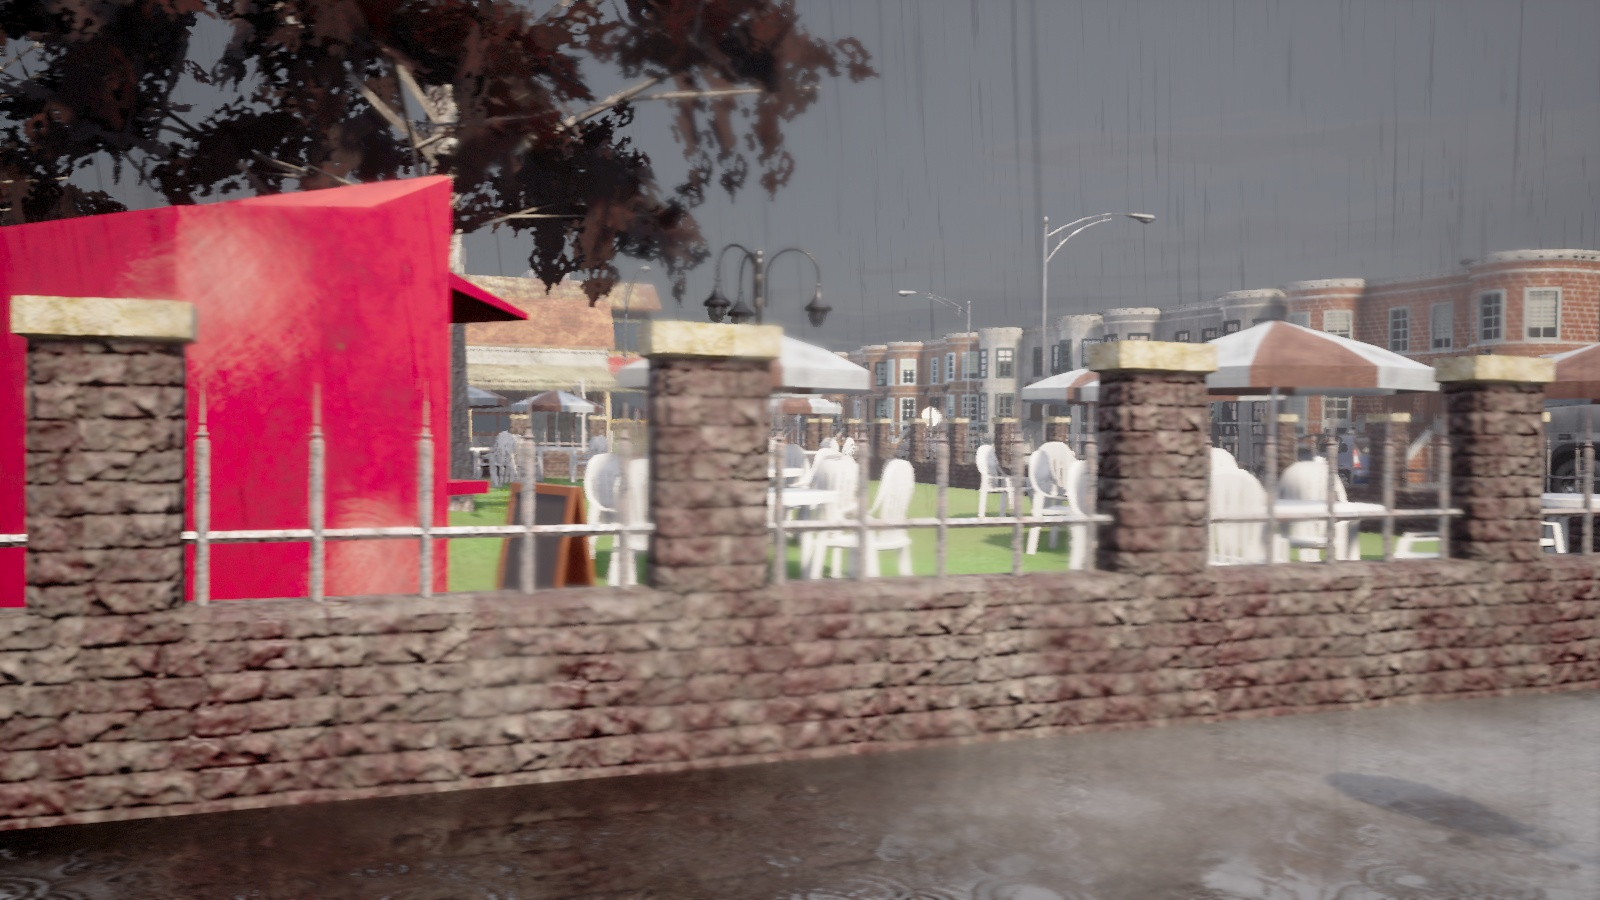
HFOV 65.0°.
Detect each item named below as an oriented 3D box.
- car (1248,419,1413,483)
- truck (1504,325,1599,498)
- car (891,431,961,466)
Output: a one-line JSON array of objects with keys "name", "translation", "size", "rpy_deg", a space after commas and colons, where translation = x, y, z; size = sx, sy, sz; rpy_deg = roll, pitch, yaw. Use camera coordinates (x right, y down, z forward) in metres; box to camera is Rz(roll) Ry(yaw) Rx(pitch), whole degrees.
[{"name": "car", "translation": [14.170, -0.007, 33.778], "size": [1.851, 1.617, 3.988], "rpy_deg": [-1, 1, -21]}, {"name": "truck", "translation": [17.946, -0.766, 23.867], "size": [2.891, 3.462, 7.936], "rpy_deg": [-1, 1, -21]}, {"name": "car", "translation": [5.474, -0.094, 54.108], "size": [2.033, 1.411, 5.357], "rpy_deg": [0, 1, 16]}]
